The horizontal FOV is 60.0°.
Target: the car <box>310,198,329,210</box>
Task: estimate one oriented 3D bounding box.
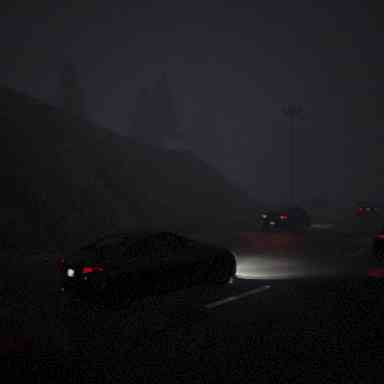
[{"bbox_3d":[16.100,1.477,42.247,1.882,1.535,5.008,0,-1,14],"label":"car"}]

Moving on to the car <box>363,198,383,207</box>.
[{"bbox_3d":[28.218,1.599,50.996,1.895,1.301,4.718,0,0,6],"label":"car"}]

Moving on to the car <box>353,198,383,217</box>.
[{"bbox_3d":[16.344,1.546,31.369,2.033,1.411,5.357,0,0,22],"label":"car"}]

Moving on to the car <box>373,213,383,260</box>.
[{"bbox_3d":[7.840,1.563,11.663,1.994,1.385,4.181,0,0,41],"label":"car"}]

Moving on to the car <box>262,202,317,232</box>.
[{"bbox_3d":[5.797,1.525,20.203,1.812,1.442,4.674,0,0,36],"label":"car"}]

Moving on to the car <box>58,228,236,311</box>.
[{"bbox_3d":[-0.881,1.564,7.876,4.181,1.385,1.994,0,0,-41],"label":"car"}]
